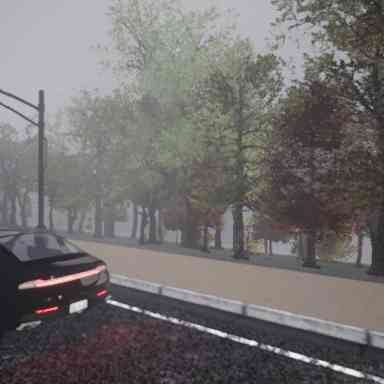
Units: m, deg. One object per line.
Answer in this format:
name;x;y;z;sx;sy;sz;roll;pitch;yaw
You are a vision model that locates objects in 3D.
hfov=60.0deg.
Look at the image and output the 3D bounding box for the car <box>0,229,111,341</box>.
car;-3.664;1.466;6.308;4.902;1.511;2.128;0;0;35
